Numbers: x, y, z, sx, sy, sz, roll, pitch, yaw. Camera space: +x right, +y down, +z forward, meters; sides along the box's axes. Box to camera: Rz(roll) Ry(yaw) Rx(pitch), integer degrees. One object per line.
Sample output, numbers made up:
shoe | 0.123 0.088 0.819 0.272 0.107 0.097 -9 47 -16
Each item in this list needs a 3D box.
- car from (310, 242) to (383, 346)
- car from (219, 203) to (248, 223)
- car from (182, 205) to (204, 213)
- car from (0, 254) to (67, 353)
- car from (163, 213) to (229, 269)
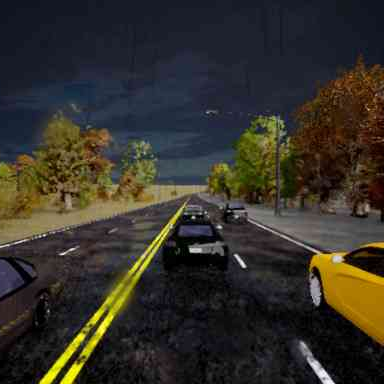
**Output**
car | 3.375 1.469 4.945 1.882 1.535 5.008 1 -1 0
car | 3.354 1.673 27.255 2.128 1.511 4.902 0 -1 0
car | 0.103 1.804 29.391 1.895 1.301 4.718 0 0 0
car | -3.345 1.577 4.151 2.033 1.411 5.357 0 0 0
car | 0.103 1.643 11.468 1.994 1.385 4.181 0 0 0
